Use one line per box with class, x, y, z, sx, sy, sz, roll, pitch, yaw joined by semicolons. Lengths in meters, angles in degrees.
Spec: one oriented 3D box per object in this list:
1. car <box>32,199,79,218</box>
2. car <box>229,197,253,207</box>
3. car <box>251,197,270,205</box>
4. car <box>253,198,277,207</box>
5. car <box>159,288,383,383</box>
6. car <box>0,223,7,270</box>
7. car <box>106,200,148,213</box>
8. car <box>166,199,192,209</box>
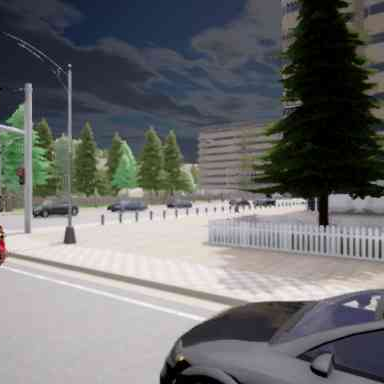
car;-13.085;1.438;31.404;2.097;1.767;4.553;0;0;36
car;7.630;1.602;54.059;1.812;1.442;4.674;0;0;36
car;12.630;1.641;61.058;1.994;1.385;4.181;0;0;36
car;12.039;1.614;54.209;2.033;1.411;5.357;0;0;36
car;1.728;1.564;2.756;4.181;1.385;1.994;0;0;36
car;-7.329;1.257;9.373;5.566;2.045;2.150;0;0;38
car;-7.497;1.634;39.232;2.033;1.411;5.357;0;0;36
car;-1.796;1.651;47.194;1.994;1.385;4.181;0;0;36
